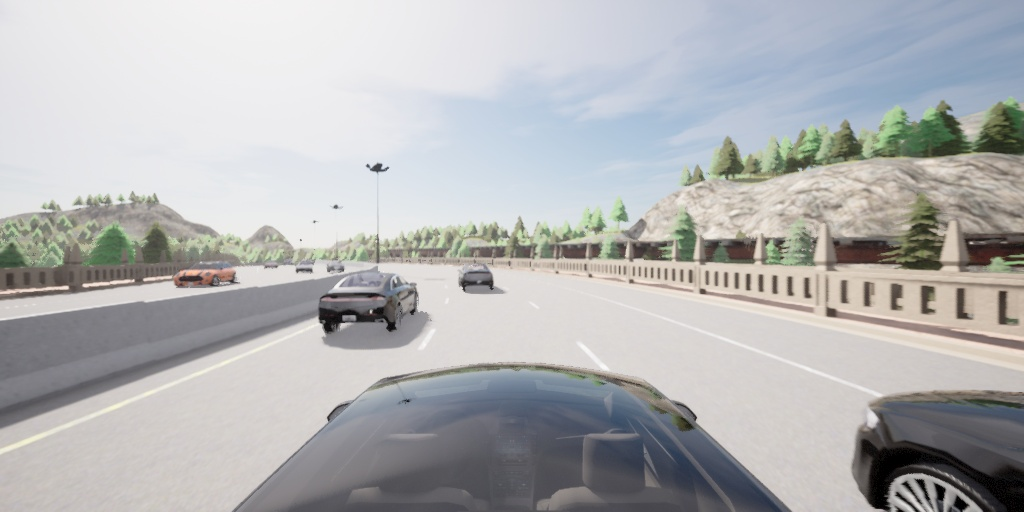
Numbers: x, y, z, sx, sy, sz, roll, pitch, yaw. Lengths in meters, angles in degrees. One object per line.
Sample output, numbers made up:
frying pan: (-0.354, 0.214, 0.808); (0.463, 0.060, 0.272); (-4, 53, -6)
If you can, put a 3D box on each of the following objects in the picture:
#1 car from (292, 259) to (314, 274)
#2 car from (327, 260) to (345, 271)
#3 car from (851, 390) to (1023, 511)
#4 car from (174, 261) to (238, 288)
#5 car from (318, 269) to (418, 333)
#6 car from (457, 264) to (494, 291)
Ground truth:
car: (-25.678, 1.404, 44.450); (2.033, 1.411, 5.357); (-1, 0, -29)
car: (-22.303, 1.313, 45.440); (2.128, 1.511, 4.902); (-1, 0, -29)
car: (3.435, 1.231, 0.630); (2.128, 1.511, 4.902); (0, 0, 0)
car: (-21.313, 1.193, 25.162); (2.097, 1.767, 4.553); (0, 0, -17)
car: (-4.057, 1.242, 10.824); (2.128, 1.511, 4.902); (0, 0, -6)
car: (-2.284, 1.211, 21.950); (2.128, 1.511, 4.902); (0, 0, -12)
